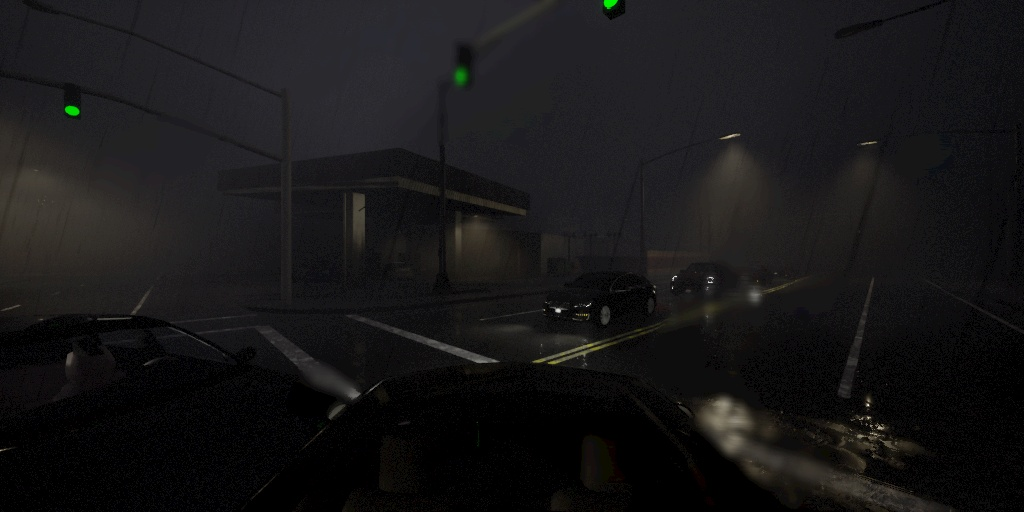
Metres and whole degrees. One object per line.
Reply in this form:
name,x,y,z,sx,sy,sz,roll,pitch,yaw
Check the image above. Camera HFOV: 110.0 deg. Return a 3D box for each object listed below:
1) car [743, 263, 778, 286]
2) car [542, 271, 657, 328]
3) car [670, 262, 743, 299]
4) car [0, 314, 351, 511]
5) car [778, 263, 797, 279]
car,16.890,1.314,25.201,1.994,1.385,4.181,0,0,45
car,2.993,1.255,11.579,4.892,1.490,1.837,0,0,-45
car,9.897,1.102,18.358,4.553,1.767,2.097,0,0,-44
car,-3.396,1.242,2.622,4.902,1.511,2.128,0,0,15
car,24.092,1.314,32.185,4.181,1.385,1.994,0,0,-44
